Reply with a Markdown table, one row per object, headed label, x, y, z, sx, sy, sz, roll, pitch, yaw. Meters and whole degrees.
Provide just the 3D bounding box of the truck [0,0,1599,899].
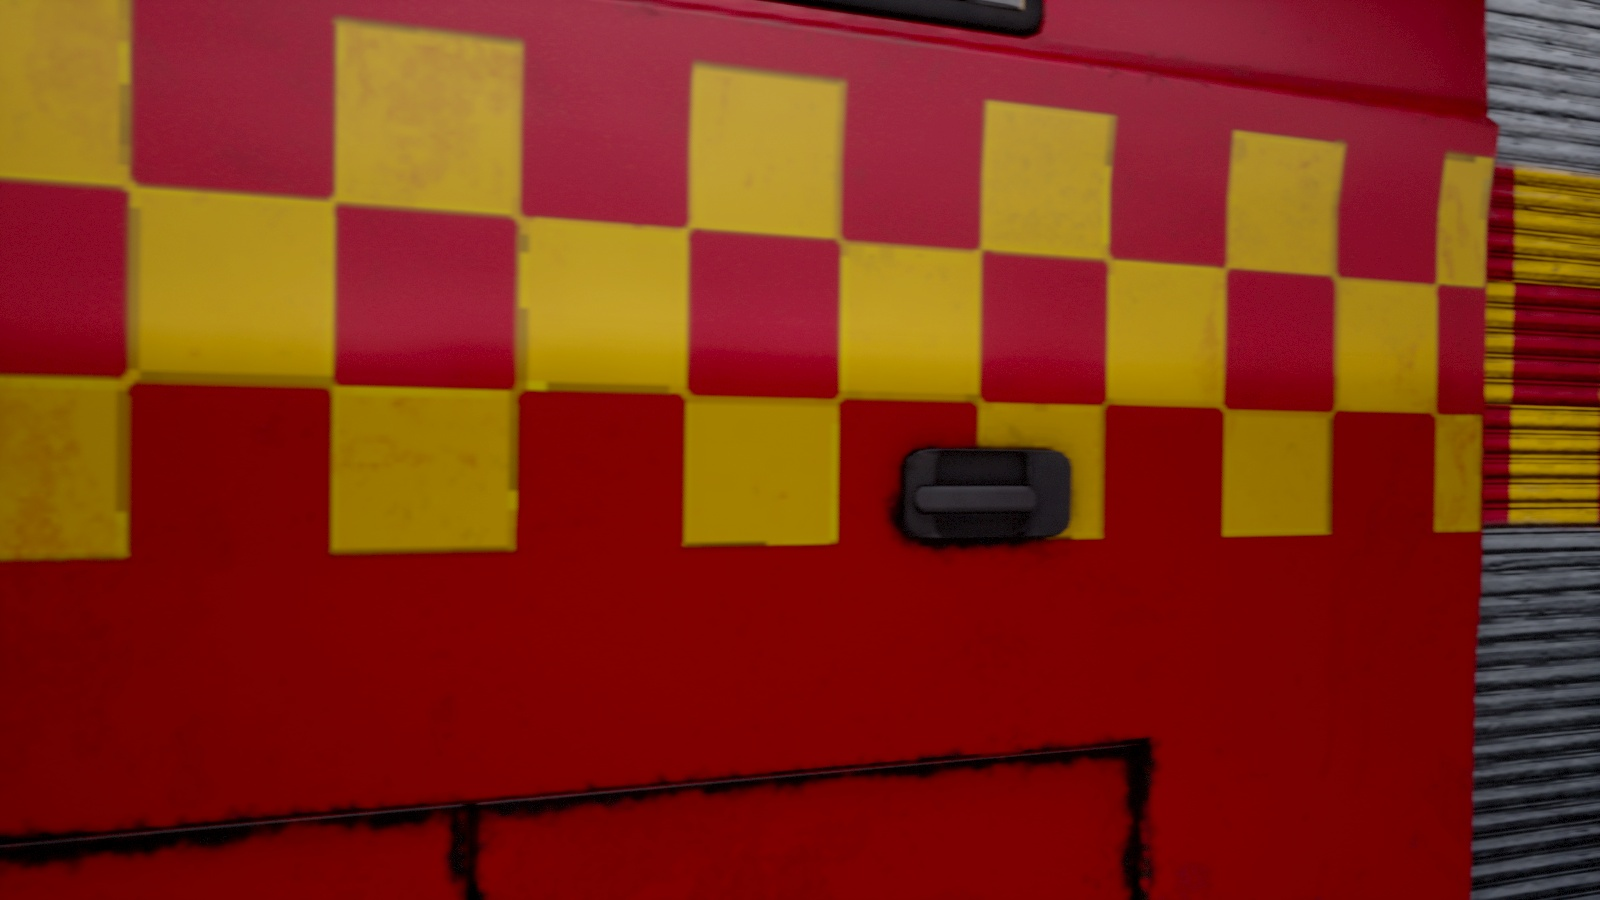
| label | x | y | z | sx | sy | sz | roll | pitch | yaw |
| --- | --- | --- | --- | --- | --- | --- | --- | --- | --- |
| truck | -0.333 | -0.407 | 3.099 | 8.468 | 3.827 | 2.891 | -1 | 1 | -21 |
